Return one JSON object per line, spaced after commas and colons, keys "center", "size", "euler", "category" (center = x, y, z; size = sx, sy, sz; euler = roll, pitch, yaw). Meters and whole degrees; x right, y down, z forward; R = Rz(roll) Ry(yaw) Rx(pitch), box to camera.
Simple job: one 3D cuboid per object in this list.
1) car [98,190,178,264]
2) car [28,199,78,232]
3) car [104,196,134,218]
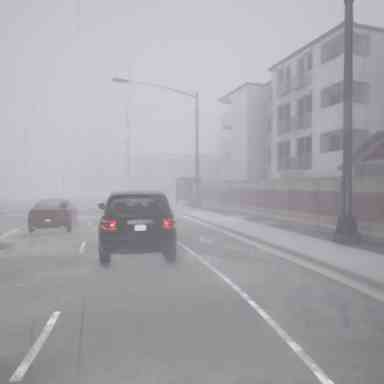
{"center": [-1.899, 0.958, 11.076], "size": [2.150, 2.045, 5.566], "euler": [0, 1, -13], "category": "car"}
{"center": [-7.094, 1.078, 17.289], "size": [1.882, 1.535, 5.008], "euler": [0, 1, -15], "category": "car"}
{"center": [-5.486, 1.025, 24.655], "size": [1.895, 1.301, 4.718], "euler": [0, 1, -16], "category": "car"}
